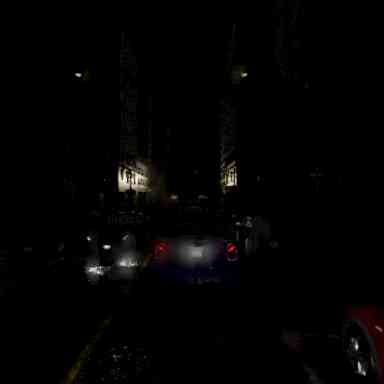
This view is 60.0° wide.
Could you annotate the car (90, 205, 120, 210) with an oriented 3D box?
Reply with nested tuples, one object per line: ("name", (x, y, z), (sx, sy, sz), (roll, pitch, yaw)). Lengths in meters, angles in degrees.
("car", (-5.663, 1.663, 19.172), (1.802, 1.307, 4.206), (0, 0, 0))

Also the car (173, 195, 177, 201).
("car", (-5.554, 2.000, 88.648), (1.752, 1.417, 4.829), (0, 0, 0))

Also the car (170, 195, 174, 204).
("car", (-5.588, 1.913, 72.593), (2.008, 1.369, 4.403), (0, 0, 0))

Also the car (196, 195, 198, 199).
("car", (2.983, 1.958, 94.214), (1.967, 1.590, 4.097), (0, 0, 0))

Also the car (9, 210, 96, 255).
("car", (-5.664, 1.623, 13.671), (1.947, 1.339, 4.313), (0, 0, 0))

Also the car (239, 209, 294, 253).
("car", (2.861, 1.608, 13.668), (2.008, 1.369, 4.403), (0, 0, 0))

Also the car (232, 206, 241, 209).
("car", (2.865, 1.671, 24.670), (1.947, 1.339, 4.313), (0, 0, 0))

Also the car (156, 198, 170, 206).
("car", (-5.612, 1.878, 61.776), (1.802, 1.307, 4.206), (0, 0, 0))

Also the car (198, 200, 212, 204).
("car", (0.110, 1.571, 22.156), (1.882, 1.535, 5.008), (0, 0, 0))

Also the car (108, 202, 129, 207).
("car", (-5.661, 1.545, 24.674), (1.967, 1.590, 4.097), (0, 0, 0))

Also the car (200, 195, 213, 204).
("car", (2.912, 1.736, 61.761), (1.967, 1.590, 4.097), (0, 0, 0))

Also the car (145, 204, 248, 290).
("car", (0.105, 1.393, 9.378), (2.097, 1.767, 4.553), (0, 0, 0))

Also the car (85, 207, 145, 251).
("car", (-3.077, 1.609, 14.665), (2.033, 1.411, 5.357), (0, 0, 0))

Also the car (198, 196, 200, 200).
("car", (2.937, 1.913, 72.578), (2.008, 1.369, 4.403), (0, 0, 0))

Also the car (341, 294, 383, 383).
("car", (2.857, 1.452, 2.666), (1.967, 1.590, 4.097), (0, 0, 0))

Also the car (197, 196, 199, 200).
("car", (2.959, 1.876, 83.396), (1.967, 1.590, 4.097), (0, 0, 0))
